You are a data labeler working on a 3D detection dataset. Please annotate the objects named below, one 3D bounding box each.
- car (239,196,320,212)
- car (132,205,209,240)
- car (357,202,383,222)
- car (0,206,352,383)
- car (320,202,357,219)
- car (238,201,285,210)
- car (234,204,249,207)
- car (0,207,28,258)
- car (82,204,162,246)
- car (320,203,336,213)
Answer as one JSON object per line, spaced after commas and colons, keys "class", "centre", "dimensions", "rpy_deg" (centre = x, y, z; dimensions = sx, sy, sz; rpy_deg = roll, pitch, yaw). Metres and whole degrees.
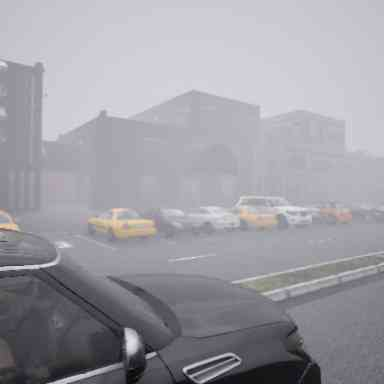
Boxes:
{"class": "car", "centre": [5.387, 1.322, 22.777], "dimensions": [2.435, 2.045, 5.566], "rpy_deg": [1, 0, -35]}
{"class": "car", "centre": [-1.329, 1.534, 18.048], "dimensions": [2.002, 1.452, 4.674], "rpy_deg": [0, 0, -35]}
{"class": "car", "centre": [14.523, 1.775, 29.303], "dimensions": [2.231, 1.521, 4.892], "rpy_deg": [1, -1, -35]}
{"class": "car", "centre": [-1.597, 1.221, 1.993], "dimensions": [5.566, 2.045, 2.150], "rpy_deg": [0, 0, -35]}
{"class": "car", "centre": [9.915, 1.538, 25.987], "dimensions": [2.185, 1.767, 4.553], "rpy_deg": [1, -1, -35]}
{"class": "car", "centre": [2.994, 1.537, 21.341], "dimensions": [1.946, 1.575, 5.366], "rpy_deg": [1, 0, -35]}
{"class": "car", "centre": [0.841, 1.552, 19.582], "dimensions": [2.002, 1.452, 4.674], "rpy_deg": [1, 0, -35]}
{"class": "car", "centre": [-8.121, 1.473, 13.231], "dimensions": [2.097, 1.535, 5.008], "rpy_deg": [0, 0, -35]}
{"class": "car", "centre": [-3.694, 1.479, 16.594], "dimensions": [1.946, 1.575, 5.366], "rpy_deg": [0, 0, -35]}
{"class": "car", "centre": [7.631, 1.655, 24.402], "dimensions": [2.002, 1.452, 4.674], "rpy_deg": [1, -1, -35]}
